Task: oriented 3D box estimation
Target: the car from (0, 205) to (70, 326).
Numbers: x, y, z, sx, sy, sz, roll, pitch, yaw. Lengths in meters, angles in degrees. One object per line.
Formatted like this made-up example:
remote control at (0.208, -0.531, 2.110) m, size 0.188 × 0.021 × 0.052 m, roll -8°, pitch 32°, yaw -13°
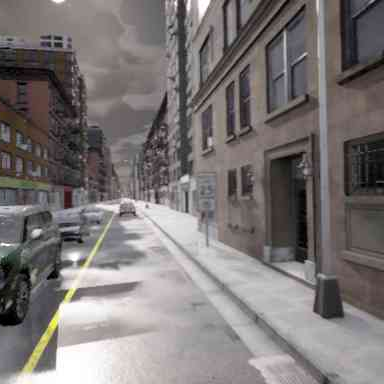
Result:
car at (-4.423, 1.373, 7.474) m, size 2.150 × 2.045 × 5.566 m, roll -1°, pitch 0°, yaw -11°

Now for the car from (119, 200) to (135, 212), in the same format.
car at (-9.319, 2.010, 47.653) m, size 2.128 × 1.511 × 4.902 m, roll -1°, pitch 0°, yaw -11°

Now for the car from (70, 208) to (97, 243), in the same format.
car at (-6.444, 1.809, 17.561) m, size 2.033 × 1.411 × 5.357 m, roll -1°, pitch 0°, yaw -11°

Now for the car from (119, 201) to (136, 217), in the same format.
car at (-7.151, 1.949, 37.094) m, size 2.033 × 1.411 × 5.357 m, roll -1°, pitch 0°, yaw -11°

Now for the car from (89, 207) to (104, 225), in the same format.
car at (-8.484, 1.973, 27.784) m, size 1.895 × 1.301 × 4.718 m, roll -1°, pitch 0°, yaw -11°
